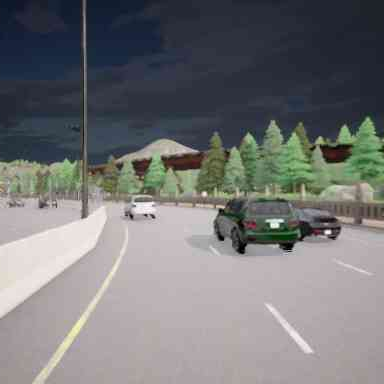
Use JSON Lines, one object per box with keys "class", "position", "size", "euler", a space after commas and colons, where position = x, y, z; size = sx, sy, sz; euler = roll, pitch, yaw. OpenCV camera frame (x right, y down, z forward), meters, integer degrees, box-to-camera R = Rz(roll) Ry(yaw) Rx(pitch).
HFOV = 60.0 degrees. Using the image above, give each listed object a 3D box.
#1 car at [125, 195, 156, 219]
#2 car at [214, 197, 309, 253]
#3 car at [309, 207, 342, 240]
{"class": "car", "position": [-4.734, 1.310, 29.975], "size": [2.150, 2.045, 5.566], "euler": [0, 0, -17]}
{"class": "car", "position": [2.445, 1.231, 13.963], "size": [2.150, 2.045, 5.566], "euler": [0, 0, -8]}
{"class": "car", "position": [5.526, 1.500, 16.775], "size": [1.837, 1.490, 4.892], "euler": [0, 0, -8]}
